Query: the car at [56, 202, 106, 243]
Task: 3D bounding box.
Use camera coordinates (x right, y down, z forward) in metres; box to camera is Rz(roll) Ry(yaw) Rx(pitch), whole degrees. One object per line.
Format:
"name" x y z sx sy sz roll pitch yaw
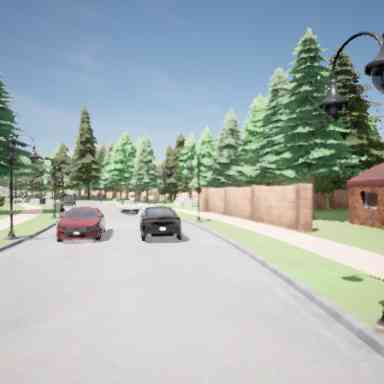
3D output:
"car" -5.362 1.467 16.509 1.882 1.535 5.008 0 0 -11

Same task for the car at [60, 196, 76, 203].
"car" -20.261 1.478 54.387 1.837 1.490 4.892 0 0 -31

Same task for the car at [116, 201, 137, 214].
"car" -6.887 1.560 35.524 1.895 1.301 4.718 0 0 -21

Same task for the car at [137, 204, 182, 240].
"car" -1.708 1.452 16.988 1.882 1.535 5.008 0 0 -10
